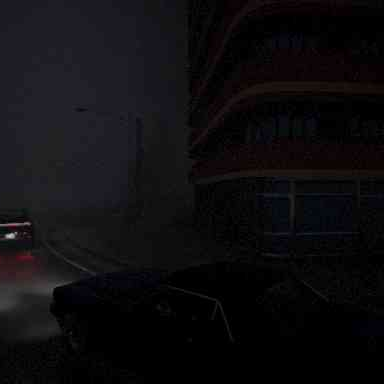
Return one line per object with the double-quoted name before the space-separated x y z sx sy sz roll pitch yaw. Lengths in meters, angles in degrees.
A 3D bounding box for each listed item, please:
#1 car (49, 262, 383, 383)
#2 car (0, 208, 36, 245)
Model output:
"car" 0.164 1.601 4.215 4.718 1.301 1.895 0 0 39
"car" -8.177 1.491 15.043 2.128 1.511 4.902 0 0 -28
